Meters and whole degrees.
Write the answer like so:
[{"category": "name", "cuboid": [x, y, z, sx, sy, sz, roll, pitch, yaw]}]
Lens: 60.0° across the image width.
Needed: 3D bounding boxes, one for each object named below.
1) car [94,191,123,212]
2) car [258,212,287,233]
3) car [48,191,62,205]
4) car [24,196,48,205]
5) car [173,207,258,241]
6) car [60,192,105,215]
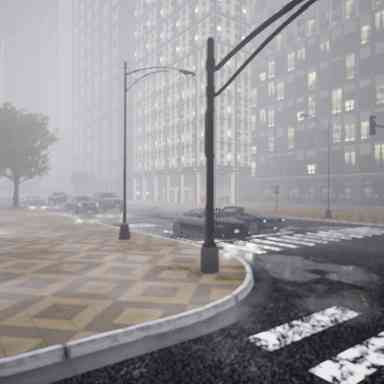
[{"category": "car", "cuboid": [-8.809, 0.966, 34.326, 2.150, 2.045, 5.566, 0, 0, -37]}, {"category": "car", "cuboid": [2.895, 1.505, 18.554, 1.895, 1.301, 4.718, 0, 0, -37]}, {"category": "car", "cuboid": [-19.816, 0.909, 49.315, 2.150, 2.045, 5.566, 0, 0, -37]}, {"category": "car", "cuboid": [-22.424, 1.168, 47.373, 1.895, 1.301, 4.718, 0, 0, -37]}, {"category": "car", "cuboid": [0.802, 1.459, 15.714, 1.994, 1.385, 4.181, 0, 0, -34]}, {"category": "car", "cuboid": [-10.190, 1.097, 30.733, 2.097, 1.767, 4.553, 0, 0, -37]}]
